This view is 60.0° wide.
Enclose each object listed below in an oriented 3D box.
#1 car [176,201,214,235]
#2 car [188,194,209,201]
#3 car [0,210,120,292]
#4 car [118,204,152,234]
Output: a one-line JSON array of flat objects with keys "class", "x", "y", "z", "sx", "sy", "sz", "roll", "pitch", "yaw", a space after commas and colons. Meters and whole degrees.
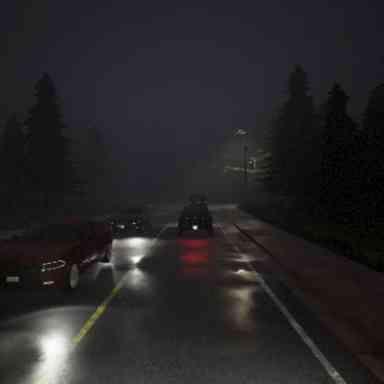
[{"class": "car", "x": 0.187, "y": 1.504, "z": 18.913, "sx": 1.837, "sy": 1.490, "sz": 4.892, "roll": 0, "pitch": 0, "yaw": 1}, {"class": "car", "x": 0.756, "y": 1.220, "z": 38.322, "sx": 2.150, "sy": 2.045, "sz": 5.566, "roll": 0, "pitch": 0, "yaw": 2}, {"class": "car", "x": -3.572, "y": 1.477, "z": 9.164, "sx": 1.882, "sy": 1.535, "sz": 5.008, "roll": 0, "pitch": 0, "yaw": 0}, {"class": "car", "x": -3.458, "y": 1.504, "z": 19.185, "sx": 1.837, "sy": 1.490, "sz": 4.892, "roll": 0, "pitch": 0, "yaw": 1}]
